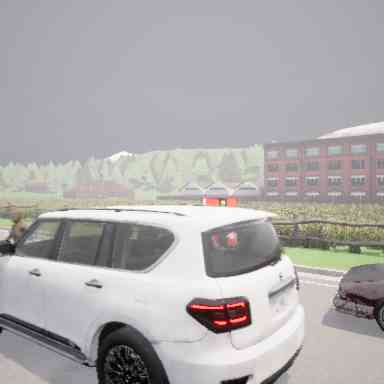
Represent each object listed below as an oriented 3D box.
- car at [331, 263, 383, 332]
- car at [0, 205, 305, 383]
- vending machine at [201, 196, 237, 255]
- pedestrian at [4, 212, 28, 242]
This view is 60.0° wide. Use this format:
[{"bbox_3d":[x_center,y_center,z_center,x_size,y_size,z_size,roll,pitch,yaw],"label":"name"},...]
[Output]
[{"bbox_3d":[4.972,1.548,4.732,5.357,1.411,2.033,0,0,35],"label":"car"},{"bbox_3d":[-1.248,1.218,4.930,5.566,2.045,2.150,-1,0,36],"label":"car"},{"bbox_3d":[1.025,1.195,12.520,0.880,2.100,1.100,0,0,36],"label":"vending machine"},{"bbox_3d":[-3.939,1.294,7.513,0.375,1.860,0.375,0,0,36],"label":"pedestrian"}]
